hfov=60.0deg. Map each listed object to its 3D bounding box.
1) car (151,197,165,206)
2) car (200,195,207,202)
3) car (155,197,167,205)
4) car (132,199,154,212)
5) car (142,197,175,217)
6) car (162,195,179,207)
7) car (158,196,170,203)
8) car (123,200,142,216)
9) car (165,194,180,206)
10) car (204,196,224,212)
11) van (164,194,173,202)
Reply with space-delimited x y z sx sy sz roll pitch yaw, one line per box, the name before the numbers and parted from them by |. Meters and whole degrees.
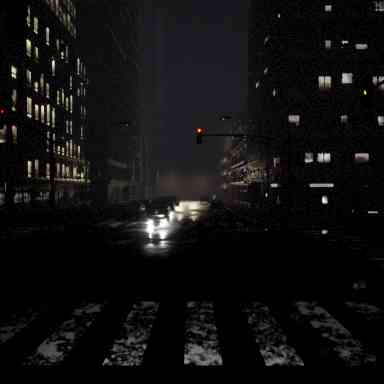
car | -5.605 1.530 55.635 1.887 1.381 4.507 -1 0 0
car | 2.804 1.422 72.585 1.967 1.590 4.097 -1 0 0
car | -5.594 1.567 61.290 1.802 1.307 4.206 -1 0 0
car | -5.635 1.555 38.672 1.947 1.339 4.313 -1 0 0
car | -3.046 1.482 30.999 2.128 1.511 4.902 0 0 0
car | -3.023 1.480 40.484 2.128 1.511 4.902 0 0 0
car | -5.585 1.528 66.944 1.887 1.381 4.507 -1 0 0
car | -5.646 1.516 32.847 1.752 1.417 4.829 -1 0 0
car | -2.999 1.339 50.448 2.097 1.767 4.553 0 0 0
car | 2.744 1.540 38.657 2.008 1.369 4.403 -1 0 0
van | -5.567 1.322 78.254 1.690 1.788 3.998 -1 0 0
